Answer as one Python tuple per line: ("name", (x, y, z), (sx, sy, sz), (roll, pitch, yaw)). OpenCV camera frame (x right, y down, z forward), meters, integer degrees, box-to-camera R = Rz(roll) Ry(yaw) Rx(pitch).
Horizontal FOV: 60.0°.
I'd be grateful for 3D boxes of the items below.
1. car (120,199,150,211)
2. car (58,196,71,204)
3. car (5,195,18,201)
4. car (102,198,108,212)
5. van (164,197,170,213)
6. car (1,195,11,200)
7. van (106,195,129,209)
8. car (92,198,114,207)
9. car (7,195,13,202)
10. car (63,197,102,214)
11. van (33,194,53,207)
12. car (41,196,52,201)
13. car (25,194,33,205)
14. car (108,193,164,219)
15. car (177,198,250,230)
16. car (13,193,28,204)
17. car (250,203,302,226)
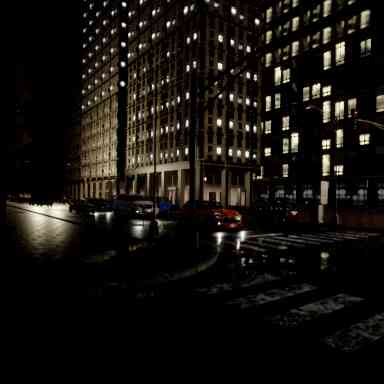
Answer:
("car", (-7.320, 1.585, 42.339), (2.008, 1.369, 4.403), (1, -1, -35))
("car", (-22.231, 1.464, 58.897), (1.837, 1.490, 4.892), (1, -1, -35))
("car", (-40.282, 1.378, 74.366), (2.008, 1.369, 4.403), (1, -1, -35))
("car", (-10.890, 1.427, 37.379), (1.837, 1.490, 4.892), (1, -1, -35))
("van", (-4.050, 1.382, 37.733), (1.690, 1.788, 3.998), (1, -1, -35))
("car", (-46.718, 1.366, 83.447), (1.752, 1.417, 4.829), (1, -1, -35))
("van", (-10.582, 1.368, 46.951), (1.690, 1.788, 3.998), (1, -1, -35))
("car", (-13.852, 1.587, 51.557), (1.947, 1.339, 4.313), (1, -1, -35))
("car", (-37.017, 1.397, 69.757), (1.947, 1.339, 4.313), (1, -1, -35))
("car", (-10.891, 1.427, 32.886), (2.008, 1.369, 4.403), (1, -1, -35))
("van", (-20.684, 1.197, 46.715), (1.690, 1.788, 3.998), (1, -1, -35))
("car", (-36.713, 1.571, 83.818), (1.802, 1.307, 4.206), (1, -1, -35))
("car", (-23.954, 1.432, 51.321), (1.802, 1.307, 4.206), (1, -1, -35))
("car", (-5.013, 1.159, 29.084), (2.150, 2.045, 5.566), (1, -1, -35))
("car", (1.021, 1.303, 20.516), (2.097, 1.767, 4.553), (1, -1, -34))
("car", (-30.481, 1.155, 60.542), (2.192, 1.841, 5.009), (1, -1, -35))
("car", (5.746, 1.505, 23.905), (1.967, 1.590, 4.097), (1, -1, -35))
